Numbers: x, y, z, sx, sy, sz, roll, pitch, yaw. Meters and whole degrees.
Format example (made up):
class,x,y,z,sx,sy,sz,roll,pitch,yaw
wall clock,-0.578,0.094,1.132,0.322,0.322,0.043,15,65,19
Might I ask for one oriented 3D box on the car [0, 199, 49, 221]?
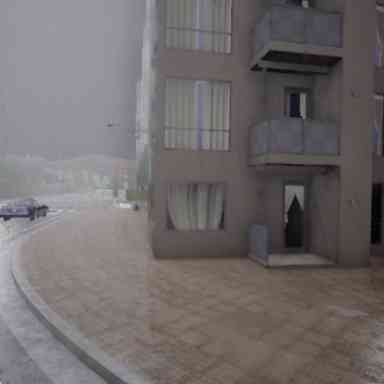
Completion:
class,x,y,z,sx,sy,sz,roll,pitch,yaw
car,-11.388,1.176,22.888,2.033,1.411,5.357,1,0,-11
